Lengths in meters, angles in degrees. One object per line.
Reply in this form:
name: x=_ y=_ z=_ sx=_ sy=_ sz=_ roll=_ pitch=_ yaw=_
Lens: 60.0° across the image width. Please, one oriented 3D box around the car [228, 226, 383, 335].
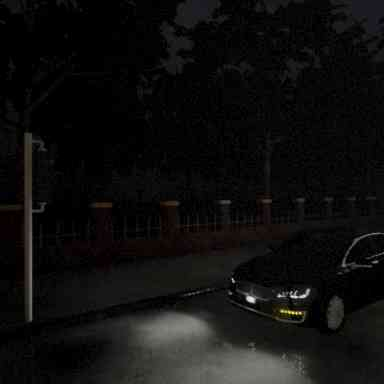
car: x=2.882 y=1.505 z=6.845 sx=4.892 sy=1.490 sz=1.837 roll=1 pitch=0 yaw=-37
